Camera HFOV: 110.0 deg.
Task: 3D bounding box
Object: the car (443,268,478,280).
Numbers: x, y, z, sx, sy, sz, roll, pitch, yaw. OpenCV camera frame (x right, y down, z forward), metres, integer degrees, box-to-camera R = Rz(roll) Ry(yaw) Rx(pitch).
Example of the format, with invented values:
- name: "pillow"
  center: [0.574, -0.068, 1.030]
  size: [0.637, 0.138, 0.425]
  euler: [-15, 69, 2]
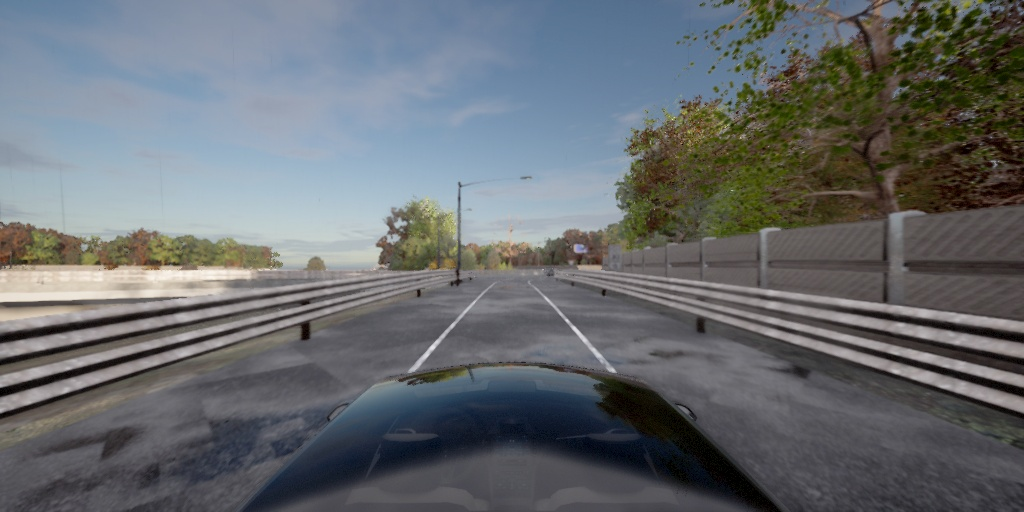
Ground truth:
- name: "car"
  center: [-6.781, 2.387, 47.593]
  size: [1.882, 1.535, 5.008]
  euler: [-1, -3, 42]
